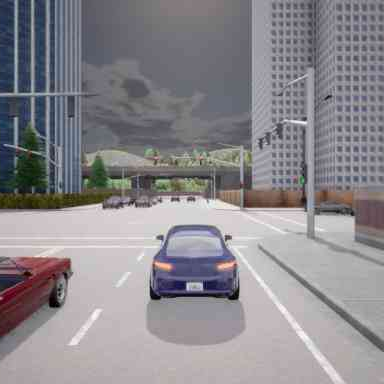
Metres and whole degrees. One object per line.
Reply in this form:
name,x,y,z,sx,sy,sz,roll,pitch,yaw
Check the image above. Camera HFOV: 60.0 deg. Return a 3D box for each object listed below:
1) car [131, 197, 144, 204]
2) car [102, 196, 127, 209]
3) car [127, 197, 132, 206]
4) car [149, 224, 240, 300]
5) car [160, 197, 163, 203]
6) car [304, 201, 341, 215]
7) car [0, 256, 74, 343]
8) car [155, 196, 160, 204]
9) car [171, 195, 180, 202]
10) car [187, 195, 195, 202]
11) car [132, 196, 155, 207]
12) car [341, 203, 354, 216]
car,-10.691,1.601,65.624,1.895,1.301,4.718,0,0,0
car,-10.710,1.352,45.347,2.097,1.767,4.553,0,0,0
car,-10.723,1.491,54.307,2.128,1.511,4.902,0,0,0
car,0.058,1.526,8.252,1.812,1.442,4.674,0,0,0
car,-7.169,1.564,68.866,1.994,1.385,4.181,0,0,0
car,13.548,1.564,33.472,4.181,1.385,1.994,0,0,0
car,-3.452,1.601,4.982,1.895,1.301,4.718,0,0,0
car,-7.222,1.601,58.819,1.895,1.301,4.718,0,0,0
car,-3.684,1.501,74.519,1.812,1.442,4.674,0,0,0
car,-0.184,1.477,74.528,1.837,1.490,4.892,0,0,0
car,-7.217,1.352,49.837,2.097,1.767,4.553,0,0,0
car,16.215,1.564,29.966,4.181,1.385,1.994,0,0,0
